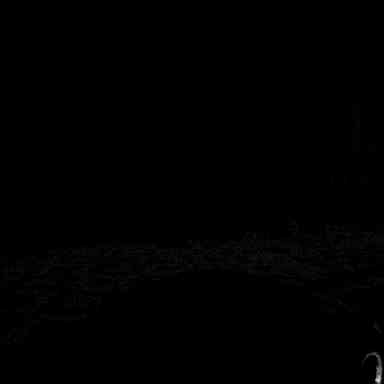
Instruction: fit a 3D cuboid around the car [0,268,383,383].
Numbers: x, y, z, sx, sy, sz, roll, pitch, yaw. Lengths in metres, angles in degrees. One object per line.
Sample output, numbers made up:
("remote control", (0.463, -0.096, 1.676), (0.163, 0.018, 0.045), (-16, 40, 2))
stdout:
("car", (0.156, 1.578, 3.370), (4.181, 1.385, 1.994), (0, 0, -36))
